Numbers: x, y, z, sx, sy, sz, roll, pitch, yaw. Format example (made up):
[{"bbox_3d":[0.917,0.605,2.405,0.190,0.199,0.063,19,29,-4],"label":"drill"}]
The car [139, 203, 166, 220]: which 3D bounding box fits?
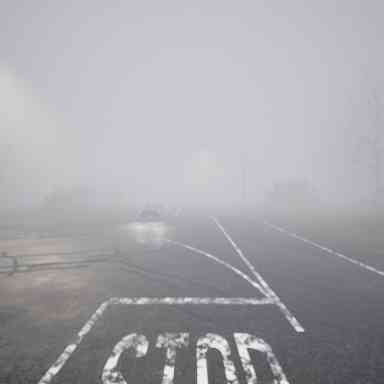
[{"bbox_3d":[-3.360,1.627,28.680,1.895,1.301,4.718,0,0,0],"label":"car"}]
